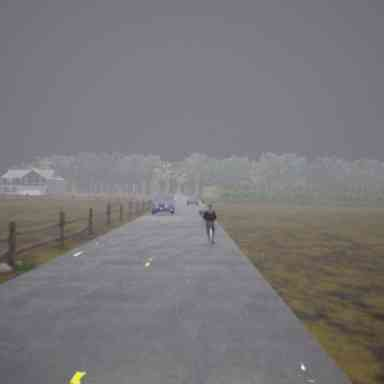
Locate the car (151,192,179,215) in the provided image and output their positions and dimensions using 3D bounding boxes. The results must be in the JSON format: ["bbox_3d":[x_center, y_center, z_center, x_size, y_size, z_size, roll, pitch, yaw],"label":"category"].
[{"bbox_3d":[-2.832,1.193,33.720,2.150,2.045,5.566,0,0,0],"label":"car"}]

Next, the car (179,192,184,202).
[{"bbox_3d":[-2.720,1.097,74.350,2.150,2.045,5.566,0,0,0],"label":"car"}]

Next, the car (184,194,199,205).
[{"bbox_3d":[0.120,1.437,56.471,2.128,1.511,4.902,0,0,0],"label":"car"}]

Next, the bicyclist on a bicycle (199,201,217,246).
[{"bbox_3d":[0.763,1.360,14.006,0.659,1.776,1.843,0,0,0],"label":"bicyclist on a bicycle"}]

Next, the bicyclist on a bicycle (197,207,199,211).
[{"bbox_3d":[0.763,1.419,23.558,0.866,1.612,1.509,0,0,0],"label":"bicyclist on a bicycle"}]

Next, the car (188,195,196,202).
[{"bbox_3d":[0.030,1.406,73.819,1.837,1.490,4.892,0,0,0],"label":"car"}]
